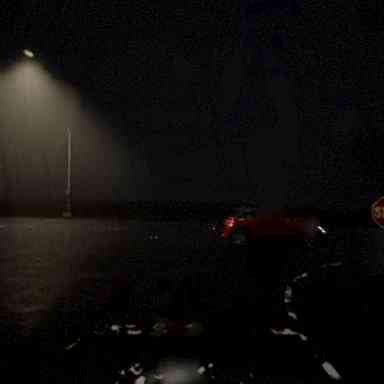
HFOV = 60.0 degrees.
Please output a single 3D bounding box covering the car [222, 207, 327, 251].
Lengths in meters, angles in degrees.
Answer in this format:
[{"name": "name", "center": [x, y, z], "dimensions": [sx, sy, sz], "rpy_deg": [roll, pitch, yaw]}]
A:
[{"name": "car", "center": [3.697, 1.543, 15.139], "dimensions": [4.553, 1.767, 2.097], "rpy_deg": [2, 0, 0]}]
